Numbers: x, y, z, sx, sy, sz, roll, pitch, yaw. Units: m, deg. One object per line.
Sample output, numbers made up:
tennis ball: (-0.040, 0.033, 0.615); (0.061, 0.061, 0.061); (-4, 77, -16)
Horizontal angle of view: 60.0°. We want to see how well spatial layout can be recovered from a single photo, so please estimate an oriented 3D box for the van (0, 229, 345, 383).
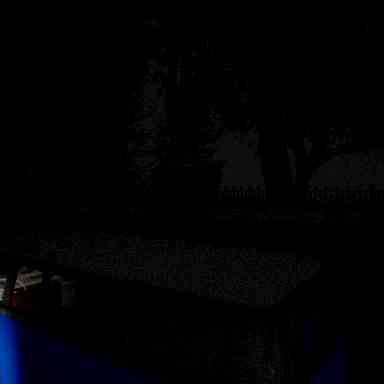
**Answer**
van: (-0.667, 1.341, 3.188); (3.998, 1.788, 1.690); (0, 0, 35)
